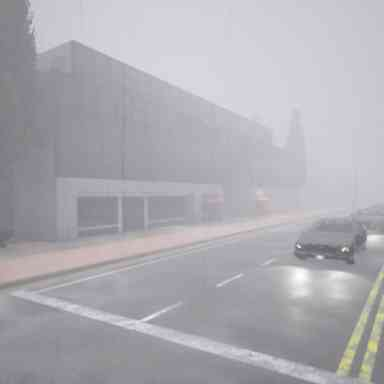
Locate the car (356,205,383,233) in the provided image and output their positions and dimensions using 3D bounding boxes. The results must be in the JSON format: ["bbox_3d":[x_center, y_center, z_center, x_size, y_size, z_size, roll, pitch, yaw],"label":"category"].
[{"bbox_3d":[11.079,1.763,20.975,1.994,1.385,4.181,-1,-1,34],"label":"car"}]

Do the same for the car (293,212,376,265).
[{"bbox_3d":[5.506,1.687,12.707,2.033,1.411,5.357,-1,-1,34],"label":"car"}]

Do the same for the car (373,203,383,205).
[{"bbox_3d":[16.734,1.764,29.344,1.837,1.490,4.892,-1,-1,34],"label":"car"}]
